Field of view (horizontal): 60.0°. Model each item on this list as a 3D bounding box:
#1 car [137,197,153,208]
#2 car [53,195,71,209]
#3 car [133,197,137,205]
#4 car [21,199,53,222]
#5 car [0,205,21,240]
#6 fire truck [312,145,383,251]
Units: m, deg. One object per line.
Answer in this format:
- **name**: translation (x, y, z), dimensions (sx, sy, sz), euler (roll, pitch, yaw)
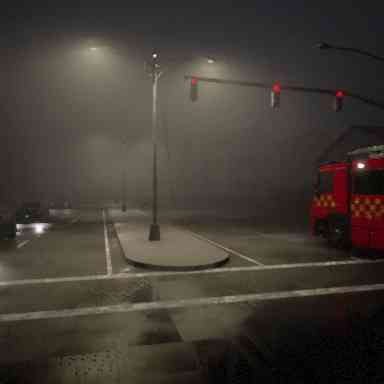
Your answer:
- **car**: translation (-6.390, 1.498, 48.125), dimensions (1.837, 1.490, 4.892), euler (0, 0, -15)
- **car**: translation (-17.148, 1.348, 43.605), dimensions (2.097, 1.767, 4.553), euler (0, 0, -15)
- **car**: translation (-9.109, 1.518, 58.076), dimensions (1.812, 1.442, 4.674), euler (0, 0, -15)
- **car**: translation (-12.365, 1.504, 25.906), dimensions (1.837, 1.490, 4.892), euler (0, 0, -15)
- **car**: translation (-9.262, 1.352, 14.518), dimensions (2.097, 1.767, 4.553), euler (0, 0, -15)
- **fire truck**: translation (7.488, 0.338, 10.526), dimensions (2.891, 3.827, 8.468), euler (0, 0, -15)
